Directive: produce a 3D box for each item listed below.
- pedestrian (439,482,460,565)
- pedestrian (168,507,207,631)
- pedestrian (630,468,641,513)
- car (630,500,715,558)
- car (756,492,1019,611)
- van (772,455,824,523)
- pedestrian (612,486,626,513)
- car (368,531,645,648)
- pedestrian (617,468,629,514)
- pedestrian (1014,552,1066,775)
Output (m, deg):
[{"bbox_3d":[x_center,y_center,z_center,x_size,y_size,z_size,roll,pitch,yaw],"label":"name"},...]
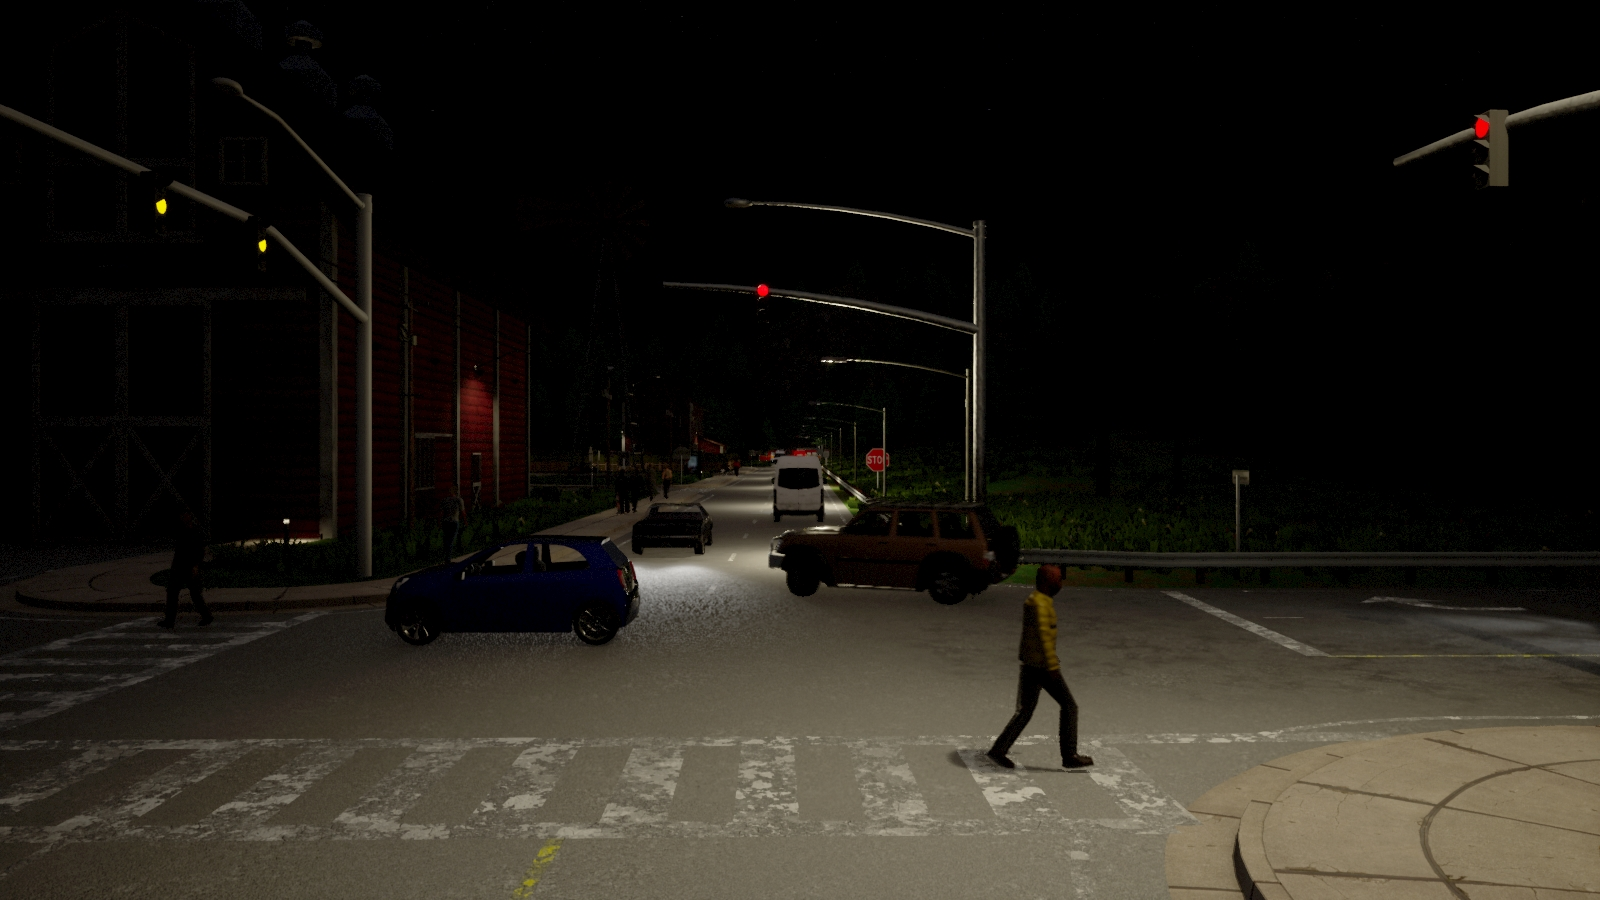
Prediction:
[{"bbox_3d":[-8.020,1.679,26.160,0.375,1.860,0.375,0,0,-1],"label":"pedestrian"},{"bbox_3d":[-9.423,1.812,17.579,0.375,1.860,0.375,0,0,20],"label":"pedestrian"},{"bbox_3d":[-6.836,1.666,47.440,0.375,1.860,0.375,0,0,3],"label":"pedestrian"},{"bbox_3d":[-3.455,2.136,31.771,1.895,1.301,4.718,0,0,0],"label":"car"},{"bbox_3d":[1.666,1.838,21.730,4.605,1.855,1.932,0,2,23],"label":"car"},{"bbox_3d":[-0.048,1.507,46.333,1.988,2.561,5.915,0,0,0],"label":"van"},{"bbox_3d":[-7.494,2.050,47.215,0.500,1.100,0.500,0,0,-18],"label":"pedestrian"},{"bbox_3d":[-4.214,2.011,16.863,3.633,1.501,1.845,0,0,-1],"label":"car"},{"bbox_3d":[-7.185,1.669,46.353,0.375,1.860,0.375,0,0,7],"label":"pedestrian"},{"bbox_3d":[2.081,1.833,9.914,0.375,1.860,0.375,0,0,1],"label":"pedestrian"}]
